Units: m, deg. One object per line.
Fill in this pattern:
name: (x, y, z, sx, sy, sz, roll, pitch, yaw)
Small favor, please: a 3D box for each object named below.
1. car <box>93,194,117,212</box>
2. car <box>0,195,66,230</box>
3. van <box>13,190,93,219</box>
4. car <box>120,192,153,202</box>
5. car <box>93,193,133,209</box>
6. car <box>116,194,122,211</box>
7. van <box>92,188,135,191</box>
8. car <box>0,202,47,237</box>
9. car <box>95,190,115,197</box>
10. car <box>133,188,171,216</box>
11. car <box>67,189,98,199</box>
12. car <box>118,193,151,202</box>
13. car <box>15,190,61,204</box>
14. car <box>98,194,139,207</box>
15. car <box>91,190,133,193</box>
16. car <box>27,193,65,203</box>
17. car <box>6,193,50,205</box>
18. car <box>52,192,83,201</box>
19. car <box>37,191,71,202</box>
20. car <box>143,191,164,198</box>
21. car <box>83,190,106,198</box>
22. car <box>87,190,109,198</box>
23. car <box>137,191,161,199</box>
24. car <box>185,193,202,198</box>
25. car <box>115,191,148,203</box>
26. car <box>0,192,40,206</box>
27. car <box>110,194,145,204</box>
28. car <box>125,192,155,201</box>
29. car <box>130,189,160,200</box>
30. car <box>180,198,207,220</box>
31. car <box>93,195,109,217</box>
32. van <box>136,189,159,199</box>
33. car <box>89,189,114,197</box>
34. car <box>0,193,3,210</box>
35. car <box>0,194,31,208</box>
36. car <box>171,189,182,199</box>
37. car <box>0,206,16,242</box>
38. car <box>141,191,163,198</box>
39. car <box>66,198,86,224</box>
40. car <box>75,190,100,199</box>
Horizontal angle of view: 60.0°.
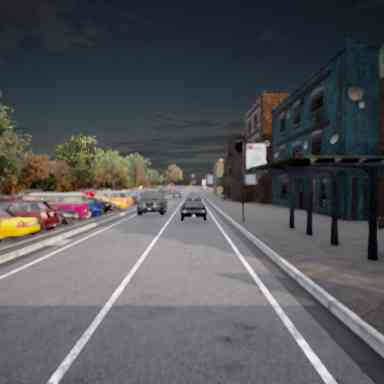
car: (-9.465, 1.216, 28.877, 5.008, 1.535, 2.097, 0, 1, 0)
car: (-9.526, 1.230, 17.618, 4.553, 1.767, 2.185, 0, 1, 0)
van: (-9.630, 1.060, 23.309, 4.442, 1.987, 1.878, 0, 1, 0)
car: (-9.442, 0.836, 56.710, 5.366, 1.575, 1.946, 0, 1, 0)
car: (-9.242, 1.141, 34.442, 5.366, 1.575, 1.946, 0, 1, 0)
car: (-9.452, 1.221, 31.662, 4.674, 1.452, 2.002, 0, 1, 0)
van: (-9.268, 0.846, 39.943, 4.442, 1.987, 1.878, 0, 1, 0)
car: (-9.763, 1.384, 14.964, 5.366, 1.575, 1.946, 0, 1, 0)
car: (-22.091, 0.305, 84.640, 4.553, 1.767, 2.185, 0, 1, 0)
car: (-3.318, 0.921, 28.667, 2.150, 2.045, 5.566, 0, 1, 0)
car: (-22.280, 0.425, 67.806, 5.566, 2.045, 2.435, 0, 1, 0)
car: (-9.284, 0.880, 53.926, 4.892, 1.521, 2.231, 0, 1, 0)
car: (-22.373, 0.702, 48.439, 5.566, 2.045, 2.435, 0, 1, 0)
car: (-9.334, 1.063, 42.793, 4.792, 1.488, 2.163, 0, 1, 0)
car: (-9.375, 0.982, 37.225, 4.553, 1.767, 2.185, 0, 1, 0)
car: (-22.385, 0.917, 51.227, 4.892, 1.521, 2.231, 0, 1, 0)
car: (-22.427, 0.992, 45.656, 5.008, 1.535, 2.097, 0, 1, 0)
car: (-22.285, 0.826, 59.580, 4.792, 1.488, 2.163, 0, 1, 0)
car: (-22.389, 0.750, 54.010, 4.553, 1.767, 2.185, 0, 1, 0)
car: (-9.115, 0.545, 78.972, 4.792, 1.488, 2.163, 0, 1, 0)
car: (-22.219, 0.429, 76.161, 4.553, 1.767, 2.185, 0, 1, 0)
car: (-22.197, 0.388, 78.946, 4.553, 1.767, 2.185, 0, 1, 0)
car: (-9.143, 0.639, 70.622, 4.892, 1.521, 2.231, 0, 1, 0)
car: (0.174, 0.871, 42.583, 2.097, 1.767, 4.553, 0, 1, 0)
car: (-9.268, 0.794, 51.139, 4.553, 1.767, 2.185, 0, 1, 0)
car: (-22.411, 0.905, 42.870, 4.553, 1.767, 2.185, 0, 1, 0)
car: (-9.324, 0.997, 48.359, 4.674, 1.452, 2.002, 0, 1, 0)
car: (-9.229, 0.801, 59.491, 4.892, 1.521, 2.231, 0, 1, 0)
car: (-9.164, 0.468, 65.053, 5.566, 2.045, 2.435, 0, 1, 0)
car: (0.123, 1.344, 25.210, 1.895, 1.301, 4.718, 0, 1, 0)
car: (-9.497, 1.250, 26.094, 5.008, 1.535, 2.097, 0, 1, 0)
van: (-9.056, 0.454, 67.711, 4.442, 1.987, 1.878, 0, 1, 0)
car: (-22.172, 0.220, 81.854, 5.566, 2.045, 2.435, 0, 1, 0)
car: (-22.476, 1.015, 34.517, 4.553, 1.767, 2.185, 0, 1, 0)
car: (-22.459, 1.067, 40.088, 5.008, 1.535, 2.097, 0, 1, 0)
car: (-3.063, 0.625, 69.937, 2.128, 1.511, 4.902, 0, 1, 0)
car: (-9.593, 1.421, 12.179, 5.008, 1.535, 2.097, 0, 1, 0)
car: (-9.110, 0.596, 76.189, 4.674, 1.452, 2.002, 0, 1, 0)
car: (-9.541, 1.321, 20.528, 4.892, 1.521, 2.231, 0, 1, 0)
car: (-22.198, 0.508, 70.717, 4.553, 1.767, 2.185, 0, 1, 0)
